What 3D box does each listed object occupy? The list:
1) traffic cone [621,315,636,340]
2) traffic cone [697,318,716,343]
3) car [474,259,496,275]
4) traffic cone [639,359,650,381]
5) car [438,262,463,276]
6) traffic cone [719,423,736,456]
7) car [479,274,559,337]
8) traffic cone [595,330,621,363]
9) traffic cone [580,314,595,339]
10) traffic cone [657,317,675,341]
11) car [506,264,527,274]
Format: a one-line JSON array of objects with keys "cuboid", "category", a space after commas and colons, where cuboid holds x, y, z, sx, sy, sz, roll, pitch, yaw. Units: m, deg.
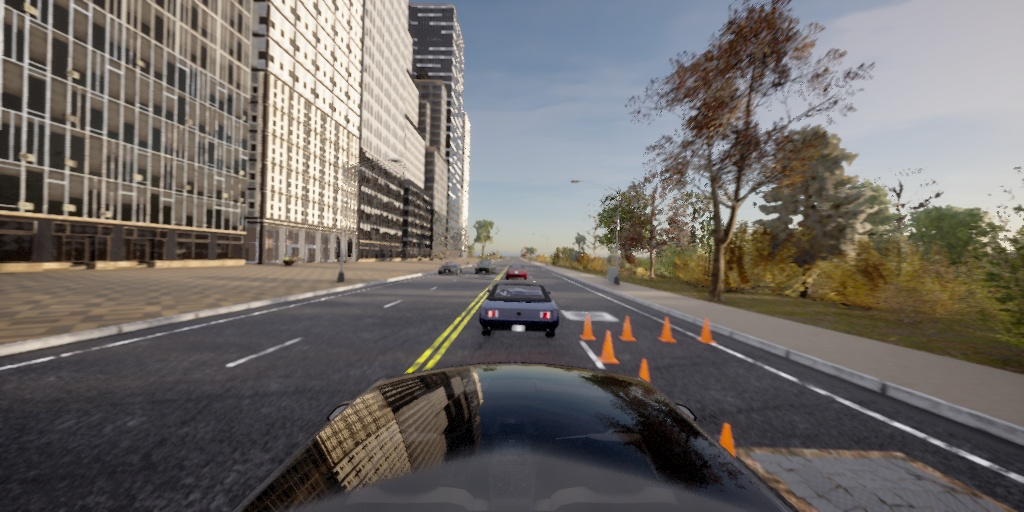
[{"cuboid": [2.922, 1.810, 9.120, 0.340, 0.580, 0.340, 0, 0, 1], "category": "traffic cone"}, {"cuboid": [4.922, 1.864, 9.100, 0.340, 0.580, 0.340, 0, 0, 1], "category": "traffic cone"}, {"cuboid": [-2.941, 1.156, 40.047, 2.097, 1.767, 4.553, 2, 0, 1], "category": "car"}, {"cuboid": [1.883, 1.768, 5.130, 0.340, 0.580, 0.340, 0, 0, 1], "category": "traffic cone"}, {"cuboid": [-6.233, 1.267, 36.592, 1.994, 1.385, 4.181, 2, 0, 1], "category": "car"}, {"cuboid": [1.863, 1.761, 3.130, 0.340, 0.580, 0.340, 0, 0, 1], "category": "traffic cone"}, {"cuboid": [0.184, 1.385, 10.480, 1.895, 1.301, 4.718, 2, 0, 1], "category": "car"}, {"cuboid": [1.903, 1.775, 7.130, 0.340, 0.580, 0.340, 0, 0, 1], "category": "traffic cone"}, {"cuboid": [1.923, 1.783, 9.130, 0.340, 0.580, 0.340, 0, 0, 1], "category": "traffic cone"}, {"cuboid": [3.922, 1.837, 9.110, 0.340, 0.580, 0.340, 0, 0, 1], "category": "traffic cone"}, {"cuboid": [0.423, 1.440, 34.445, 1.994, 1.385, 4.181, 2, 0, 1], "category": "car"}]
